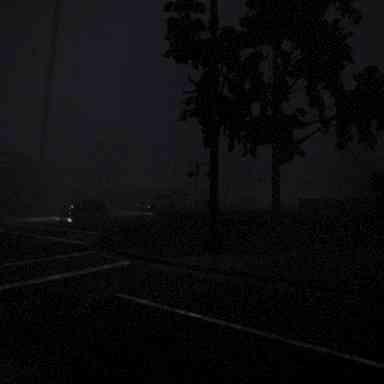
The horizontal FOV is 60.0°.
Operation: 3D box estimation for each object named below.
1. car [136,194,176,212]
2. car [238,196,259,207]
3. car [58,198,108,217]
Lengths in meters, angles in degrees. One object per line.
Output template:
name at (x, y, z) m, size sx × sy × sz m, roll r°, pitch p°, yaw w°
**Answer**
car at (-4.162, 1.226, 39.746) m, size 2.150 × 2.045 × 5.566 m, roll 0°, pitch 0°, yaw 35°
car at (9.072, 1.367, 52.930) m, size 2.097 × 1.767 × 4.553 m, roll 0°, pitch 0°, yaw 31°
car at (-10.128, 1.352, 31.067) m, size 2.097 × 1.767 × 4.553 m, roll 0°, pitch 0°, yaw 34°
